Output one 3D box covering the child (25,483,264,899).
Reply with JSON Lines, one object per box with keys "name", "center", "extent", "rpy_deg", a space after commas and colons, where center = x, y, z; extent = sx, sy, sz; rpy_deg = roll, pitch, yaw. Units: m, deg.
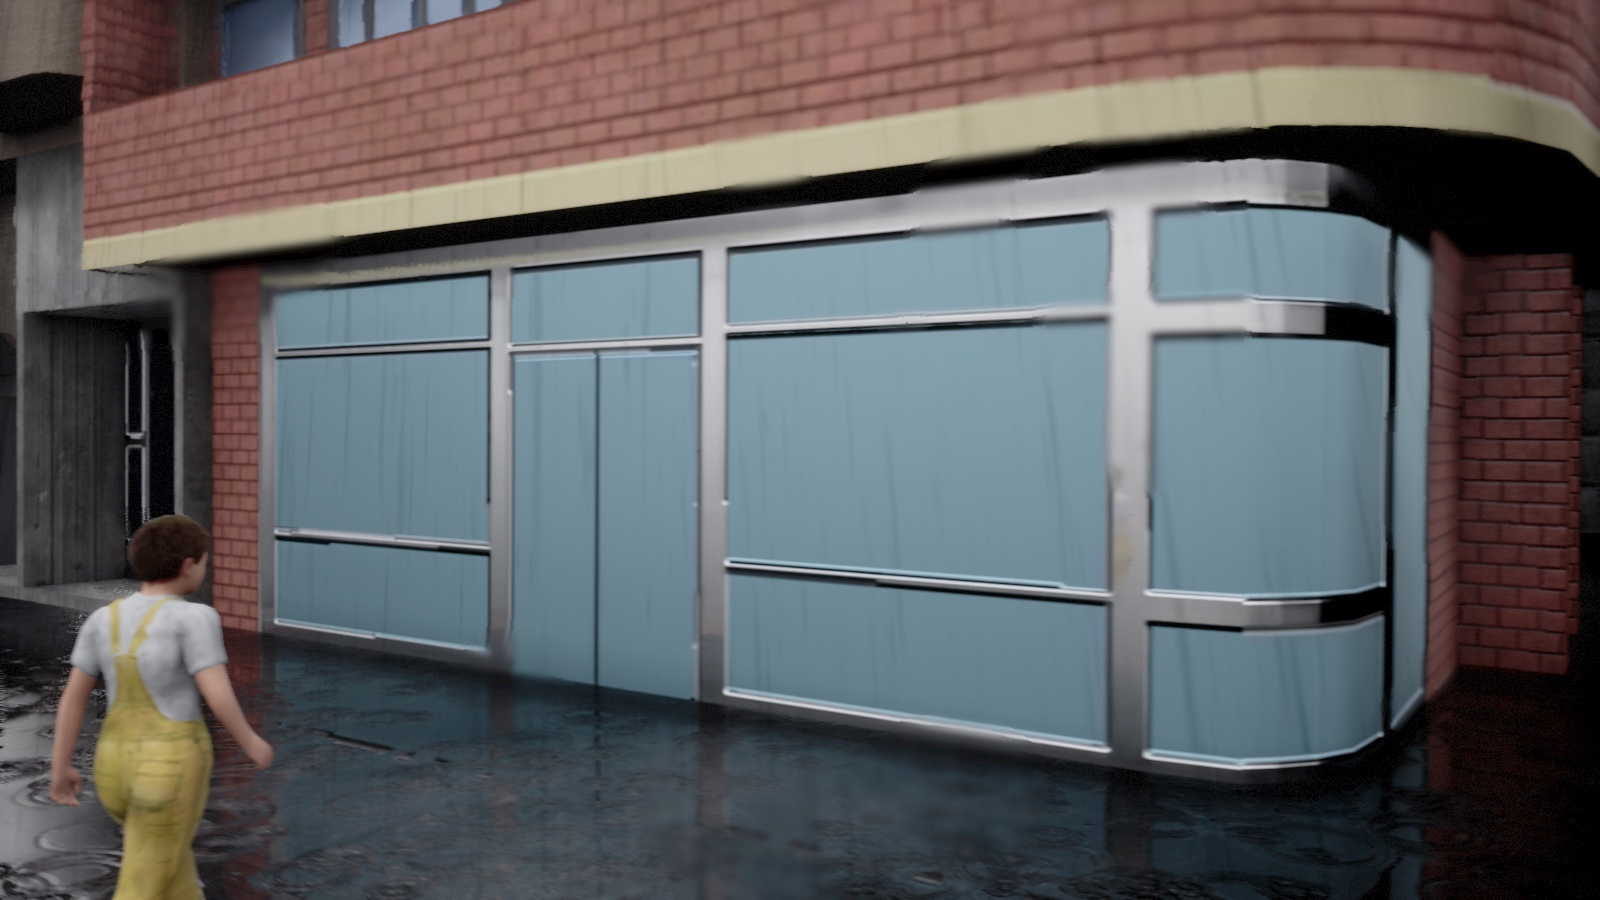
{"name": "child", "center": [-1.581, 0.721, 3.063], "extent": [0.270, 1.263, 0.437], "rpy_deg": [0, 1, 19]}
